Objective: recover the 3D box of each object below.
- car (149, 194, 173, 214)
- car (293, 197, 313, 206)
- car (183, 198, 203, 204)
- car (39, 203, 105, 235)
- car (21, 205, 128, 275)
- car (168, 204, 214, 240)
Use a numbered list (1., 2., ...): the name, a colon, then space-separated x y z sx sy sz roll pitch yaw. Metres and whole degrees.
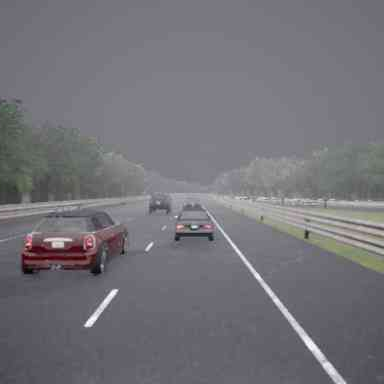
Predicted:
1. car: -3.409 1.264 36.657 2.150 2.045 5.566 0 0 0
2. car: 19.989 1.764 60.022 1.837 1.490 4.892 0 0 -19
3. car: 0.092 1.395 36.928 2.097 1.767 4.553 0 0 0
4. car: -6.905 1.504 19.771 2.128 1.511 4.902 0 0 0
5. car: -3.403 1.356 10.569 2.097 1.767 4.553 0 0 0
6. car: 0.098 1.557 16.937 2.033 1.411 5.357 0 0 0
